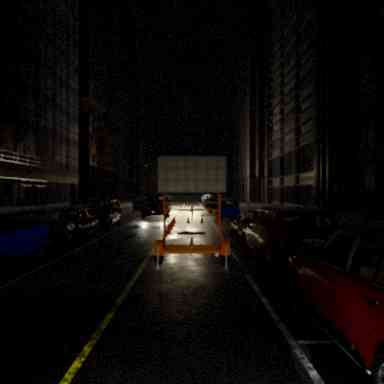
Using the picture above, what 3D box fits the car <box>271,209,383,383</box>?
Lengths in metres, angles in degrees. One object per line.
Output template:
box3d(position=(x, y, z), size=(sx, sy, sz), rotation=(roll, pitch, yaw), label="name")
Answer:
box3d(position=(2.764, 1.319, 4.331), size=(2.192, 1.841, 5.009), rotation=(0, 0, 0), label="car")

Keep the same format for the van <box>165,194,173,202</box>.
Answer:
box3d(position=(-5.742, 1.430, 82.854), size=(1.690, 1.788, 3.998), rotation=(0, 0, 0), label="van")

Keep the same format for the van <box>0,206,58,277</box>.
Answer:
box3d(position=(-5.759, 1.349, 9.930), size=(1.690, 1.788, 3.998), rotation=(0, 0, 0), label="van")

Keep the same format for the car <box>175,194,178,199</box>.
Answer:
box3d(position=(-5.740, 1.632, 93.902), size=(1.752, 1.417, 4.829), rotation=(0, 0, 0), label="car")

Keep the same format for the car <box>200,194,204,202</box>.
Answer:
box3d(position=(2.776, 1.495, 54.813), size=(1.967, 1.590, 4.097), rotation=(0, 0, 0), label="car")

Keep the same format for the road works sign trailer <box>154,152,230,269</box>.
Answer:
box3d(position=(0.003, 0.474, 11.112), size=(2.380, 3.560, 2.880), rotation=(0, 0, 0), label="road works sign trailer")

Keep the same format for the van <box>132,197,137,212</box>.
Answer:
box3d(position=(-5.753, 1.377, 37.978), size=(1.690, 1.788, 3.998), rotation=(0, 0, 0), label="van")

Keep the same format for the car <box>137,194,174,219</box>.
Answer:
box3d(position=(-3.091, 1.248, 29.252), size=(2.150, 2.045, 5.566), rotation=(0, 0, 0), label="car")

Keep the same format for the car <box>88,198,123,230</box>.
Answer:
box3d(position=(-5.757, 1.334, 21.149), size=(2.192, 1.841, 5.009), rotation=(0, 0, 0), label="car")

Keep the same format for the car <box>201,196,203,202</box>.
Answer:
box3d(position=(2.775, 1.594, 49.204), size=(1.887, 1.381, 4.507), rotation=(0, 0, 0), label="car")

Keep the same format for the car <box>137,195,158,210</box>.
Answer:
box3d(position=(-5.751, 1.357, 43.587), size=(2.192, 1.841, 5.009), rotation=(0, 0, 0), label="car")

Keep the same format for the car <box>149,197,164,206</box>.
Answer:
box3d(position=(-5.749, 1.605, 54.806), size=(2.008, 1.369, 4.403), rotation=(0, 0, 0), label="car")

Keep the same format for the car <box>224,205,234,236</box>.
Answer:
box3d(position=(2.767, 1.540, 15.720), size=(1.752, 1.417, 4.829), rotation=(0, 0, 0), label="car")

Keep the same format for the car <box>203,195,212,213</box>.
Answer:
box3d(position=(2.772, 1.351, 37.986), size=(2.192, 1.841, 5.009), rotation=(0, 0, 0), label="car")

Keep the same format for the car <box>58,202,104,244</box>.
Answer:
box3d(position=(-5.758, 1.454, 15.540), size=(1.967, 1.590, 4.097), rotation=(0, 0, 0), label="car")

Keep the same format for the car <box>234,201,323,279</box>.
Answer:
box3d(position=(2.766, 1.324, 9.941), size=(2.192, 1.841, 5.009), rotation=(0, 0, 0), label="car")

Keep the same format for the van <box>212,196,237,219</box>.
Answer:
box3d(position=(2.770, 1.366, 26.768), size=(1.690, 1.788, 3.998), rotation=(0, 0, 0), label="van")

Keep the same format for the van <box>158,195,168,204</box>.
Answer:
box3d(position=(-5.746, 1.409, 66.025), size=(1.690, 1.788, 3.998), rotation=(0, 0, 0), label="van")
